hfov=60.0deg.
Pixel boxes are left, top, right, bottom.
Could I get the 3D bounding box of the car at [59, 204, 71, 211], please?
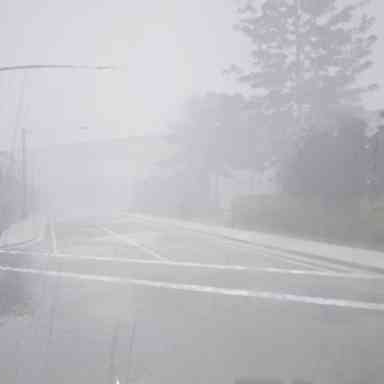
[{"bbox_3d":[-24.888,3.030,65.436,1.895,1.301,4.718,-1,-1,-15],"label":"car"}]
